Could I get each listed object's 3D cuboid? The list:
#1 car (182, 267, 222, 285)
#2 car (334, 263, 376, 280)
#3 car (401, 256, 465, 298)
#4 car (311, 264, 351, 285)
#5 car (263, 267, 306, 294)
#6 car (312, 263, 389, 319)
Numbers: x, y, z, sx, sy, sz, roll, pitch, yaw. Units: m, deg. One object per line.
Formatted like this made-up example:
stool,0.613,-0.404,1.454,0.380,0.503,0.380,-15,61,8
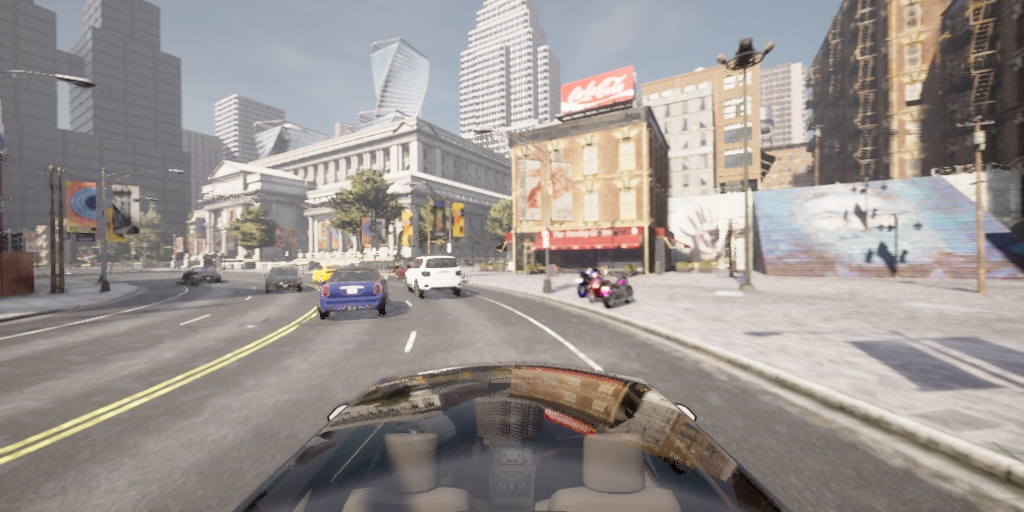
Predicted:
car,-26.288,1.660,30.386,4.181,1.385,1.994,-1,0,38
car,-15.271,1.438,34.807,2.128,1.511,4.902,-1,0,-45
car,-4.380,1.026,19.528,2.150,2.045,5.566,-1,0,-25
car,-14.868,1.420,29.295,1.882,1.535,5.008,0,0,-40
car,-14.068,1.439,22.117,1.837,1.490,4.892,0,0,-34
car,-5.871,1.178,13.710,2.097,1.767,4.553,-1,0,-18
